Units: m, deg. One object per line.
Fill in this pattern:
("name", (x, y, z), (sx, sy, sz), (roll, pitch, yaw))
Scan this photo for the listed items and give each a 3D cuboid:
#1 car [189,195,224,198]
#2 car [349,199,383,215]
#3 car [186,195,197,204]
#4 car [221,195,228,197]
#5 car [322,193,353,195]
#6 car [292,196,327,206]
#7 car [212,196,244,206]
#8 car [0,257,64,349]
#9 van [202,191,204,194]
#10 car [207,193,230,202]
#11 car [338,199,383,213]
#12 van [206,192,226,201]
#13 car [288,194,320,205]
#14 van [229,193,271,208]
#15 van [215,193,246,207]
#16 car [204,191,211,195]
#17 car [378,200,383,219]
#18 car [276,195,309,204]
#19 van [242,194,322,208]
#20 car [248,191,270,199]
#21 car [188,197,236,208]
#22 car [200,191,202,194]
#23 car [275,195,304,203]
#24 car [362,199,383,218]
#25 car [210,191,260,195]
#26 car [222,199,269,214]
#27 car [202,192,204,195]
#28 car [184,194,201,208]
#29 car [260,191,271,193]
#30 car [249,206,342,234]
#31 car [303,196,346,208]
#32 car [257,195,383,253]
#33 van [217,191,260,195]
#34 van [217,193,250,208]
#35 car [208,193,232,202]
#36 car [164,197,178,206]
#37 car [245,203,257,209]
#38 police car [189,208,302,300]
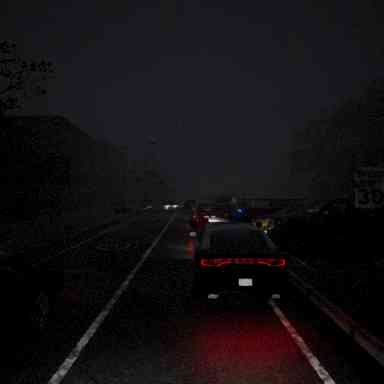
("car", (0.947, 1.350, 24.493), (2.097, 1.767, 4.553), (0, 0, 0))
("car", (18.719, 1.527, 33.545), (4.792, 1.488, 2.163), (0, 0, 0))
("car", (-0.070, 1.359, 59.152), (1.837, 1.490, 4.892), (0, 0, 0))
("car", (5.663, 1.475, 38.449), (4.892, 1.521, 2.231), (0, 0, 0))
("car", (18.706, 1.221, 39.102), (5.566, 2.045, 2.435), (0, 0, 0))
("car", (18.670, 1.408, 52.982), (4.792, 1.488, 2.163), (0, 0, 0))
("car", (5.614, 1.382, 52.468), (4.892, 1.521, 2.231), (0, 0, 0))
("car", (-3.354, 1.604, 4.087), (1.895, 1.301, 4.718), (0, 0, 0))
("van", (5.417, 0.914, 86.105), (4.442, 1.987, 1.878), (0, 0, 0))
("car", (5.546, 1.135, 69.287), (4.553, 1.767, 2.185), (0, 0, 0))
("car", (18.770, 1.515, 36.328), (4.792, 1.488, 2.163), (0, 0, 0))
("van", (5.446, 0.994, 74.892), (4.442, 1.987, 1.878), (0, 0, 0))
("car", (18.723, 1.233, 55.759), (4.553, 1.767, 2.185), (0, 0, 0))
("van", (5.568, 1.277, 27.233), (4.442, 1.987, 1.878), (0, 0, 0))
("van", (5.744, 1.175, 49.664), (4.442, 1.987, 1.878), (0, 0, 0))
("car", (5.570, 1.069, 60.876), (5.566, 2.045, 2.435), (0, 0, 0))
("car", (18.757, 1.503, 27.996), (5.008, 1.535, 2.097), (0, 0, 0))
("car", (18.492, 1.316, 61.309), (5.366, 1.575, 1.946), (0, 0, 0))
("van", (5.816, 1.275, 21.623), (4.442, 1.987, 1.878), (0, 0, 0))
("car", (18.570, 0.848, 91.969), (5.566, 2.045, 2.435), (0, 0, 0))
("car", (0.953, 1.357, 18.485), (2.097, 1.767, 4.553), (0, 0, 0))
("car", (5.705, 1.097, 91.713), (5.366, 1.575, 1.946), (0, 0, 0))
("car", (18.676, 1.300, 64.086), (4.892, 1.521, 2.231), (0, 0, 0))
("car", (18.940, 1.497, 30.774), (5.366, 1.575, 1.946), (0, 0, 0))
("car", (5.614, 1.190, 44.056), (5.566, 2.045, 2.435), (0, 0, 0))
("car", (5.661, 1.527, 35.646), (4.674, 1.452, 2.002), (0, 0, 0))
("car", (5.550, 1.200, 77.697), (5.008, 1.535, 2.097), (0, 0, 0))
("car", (-0.037, 1.408, 45.969), (1.882, 1.535, 5.008), (0, 0, 0))
("car", (18.577, 0.867, 89.307), (5.566, 2.045, 2.435), (0, 0, 0))
("car", (5.709, 1.539, 18.820), (4.674, 1.452, 2.002), (0, 0, 0))
("car", (18.899, 1.415, 47.431), (5.366, 1.575, 1.946), (0, 0, 0))
("car", (5.693, 1.243, 13.213), (5.566, 2.045, 2.435), (0, 0, 0))
("van", (5.766, 1.235, 41.256), (4.442, 1.987, 1.878), (0, 0, 0))
("van", (5.751, 1.195, 46.860), (4.442, 1.987, 1.878), (0, 0, 0))
("car", (5.553, 1.155, 66.483), (4.553, 1.767, 2.185), (0, 0, 0))
("car", (-3.312, 1.457, 52.966), (1.994, 1.385, 4.181), (0, 0, 0))
("car", (5.528, 1.493, 16.016), (5.366, 1.575, 1.946), (0, 0, 0))
("police car", (0.966, 1.432, 8.613), (1.930, 1.638, 5.238), (0, 0, 0))
